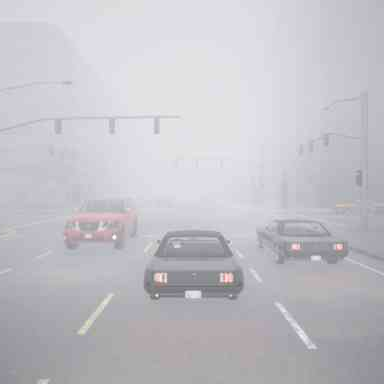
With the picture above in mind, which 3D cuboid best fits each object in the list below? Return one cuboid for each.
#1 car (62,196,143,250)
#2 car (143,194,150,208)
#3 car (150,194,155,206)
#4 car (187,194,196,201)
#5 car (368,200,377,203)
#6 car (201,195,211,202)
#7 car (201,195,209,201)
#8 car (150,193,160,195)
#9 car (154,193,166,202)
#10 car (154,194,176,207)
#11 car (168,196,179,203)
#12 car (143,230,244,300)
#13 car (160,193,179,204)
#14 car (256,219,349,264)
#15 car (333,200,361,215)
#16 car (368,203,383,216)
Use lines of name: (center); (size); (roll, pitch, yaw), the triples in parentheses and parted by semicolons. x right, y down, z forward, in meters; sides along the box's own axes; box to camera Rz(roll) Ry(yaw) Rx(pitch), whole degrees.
car: (-3.771, 1.218, 14.726); (2.150, 2.045, 5.566); (0, 0, -1)
car: (-7.563, 1.351, 45.733); (2.097, 1.767, 4.553); (0, 0, 1)
car: (-7.512, 1.525, 54.494); (1.812, 1.442, 4.674); (0, 0, 0)
car: (-0.114, 1.355, 87.333); (2.097, 1.767, 4.553); (0, 0, 1)
car: (19.269, 1.546, 30.848); (4.902, 1.511, 2.128); (0, 0, 0)
car: (3.268, 1.595, 75.423); (1.895, 1.301, 4.718); (0, 0, 1)
car: (3.387, 1.552, 87.462); (1.994, 1.385, 4.181); (0, 0, 1)
car: (-7.377, 1.221, 64.831); (2.150, 2.045, 5.566); (0, 0, 1)
car: (-7.235, 1.221, 75.263); (2.150, 2.045, 5.566); (0, 0, 1)
car: (-4.019, 1.491, 50.427); (2.128, 1.511, 4.902); (0, 0, 0)
car: (-3.788, 1.551, 70.042); (1.994, 1.385, 4.181); (0, 0, 1)
car: (0.042, 1.601, 8.348); (1.895, 1.301, 4.718); (0, 0, 0)
car: (-3.950, 1.221, 60.130); (2.150, 2.045, 5.566); (0, 0, 1)
car: (3.548, 1.601, 11.734); (1.895, 1.301, 4.718); (0, 0, 0)
car: (17.206, 1.533, 34.350); (5.008, 1.535, 1.882); (0, 0, 0)
car: (3.593, 1.221, 1.982); (2.150, 2.045, 5.566); (0, 0, 0)
